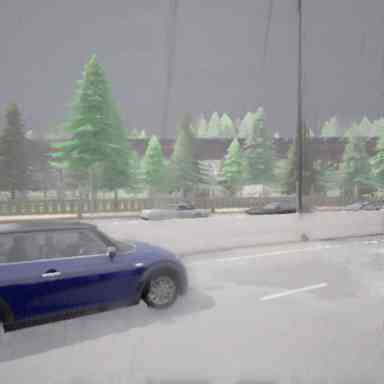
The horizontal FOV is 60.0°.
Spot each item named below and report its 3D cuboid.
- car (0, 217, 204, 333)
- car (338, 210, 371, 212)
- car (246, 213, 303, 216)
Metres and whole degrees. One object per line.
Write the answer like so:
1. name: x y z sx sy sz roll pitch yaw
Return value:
1. car: -2.277 1.323 6.231 4.553 1.767 2.097 0 0 -35
2. car: 10.818 1.404 21.557 4.674 1.442 1.812 0 0 -23
3. car: 6.049 1.354 23.231 5.008 1.535 1.882 0 0 -25
